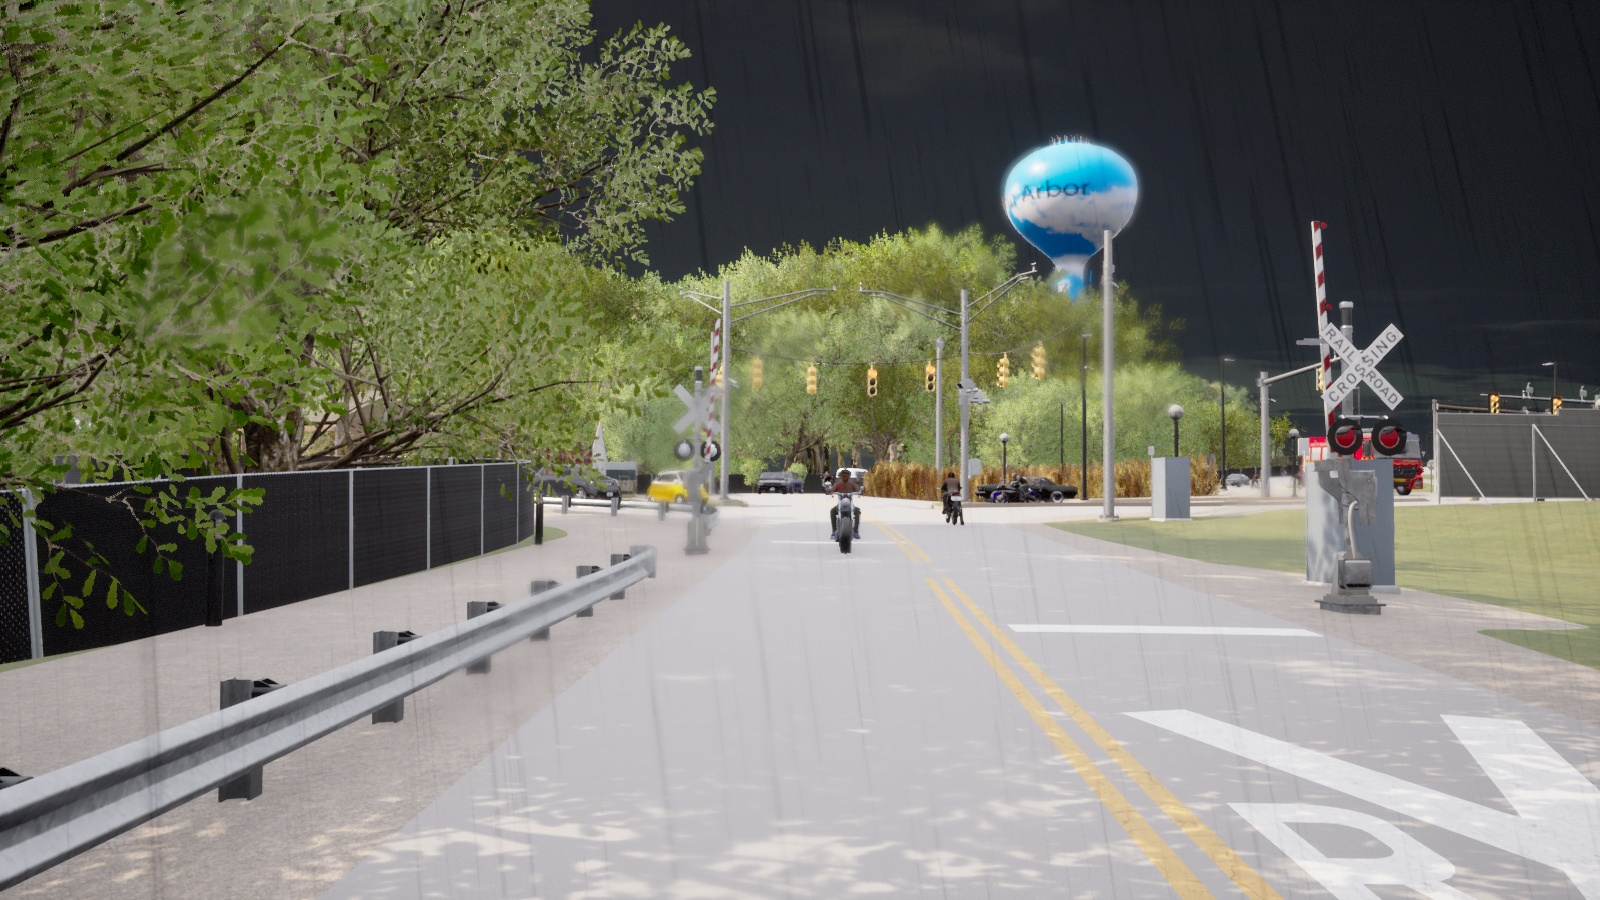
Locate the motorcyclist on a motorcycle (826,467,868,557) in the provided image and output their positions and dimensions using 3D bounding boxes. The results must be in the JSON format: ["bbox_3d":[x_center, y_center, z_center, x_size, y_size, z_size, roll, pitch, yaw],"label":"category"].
[{"bbox_3d":[0.898,1.168,24.389,0.766,1.649,2.350,0,-1,1],"label":"motorcyclist on a motorcycle"}]

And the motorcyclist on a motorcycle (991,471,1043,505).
[{"bbox_3d":[9.848,1.732,57.019,2.191,1.530,0.866,0,-1,-4],"label":"motorcyclist on a motorcycle"}]

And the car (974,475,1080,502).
[{"bbox_3d":[10.898,1.857,60.602,4.718,1.301,1.895,0,-1,-4],"label":"car"}]

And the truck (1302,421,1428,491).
[{"bbox_3d":[32.593,0.411,72.911,2.891,3.827,8.468,0,-1,-5],"label":"truck"}]

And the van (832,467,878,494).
[{"bbox_3d":[4.316,2.425,98.012,2.069,2.038,4.480,-1,-2,24],"label":"van"}]

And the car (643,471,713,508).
[{"bbox_3d":[-4.663,1.504,47.846,2.207,1.376,1.481,-2,-3,34],"label":"car"}]

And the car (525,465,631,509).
[{"bbox_3d":[-7.957,1.330,44.830,3.633,1.501,1.845,-1,-3,41],"label":"car"}]

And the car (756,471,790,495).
[{"bbox_3d":[-1.726,2.077,78.346,2.033,1.411,5.357,0,-2,-2],"label":"car"}]

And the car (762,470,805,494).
[{"bbox_3d":[-1.190,2.366,92.578,2.097,1.767,4.553,0,-2,13],"label":"car"}]

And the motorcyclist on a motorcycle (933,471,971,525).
[{"bbox_3d":[4.413,1.371,36.557,0.797,1.523,2.044,1,-1,-1],"label":"motorcyclist on a motorcycle"}]
